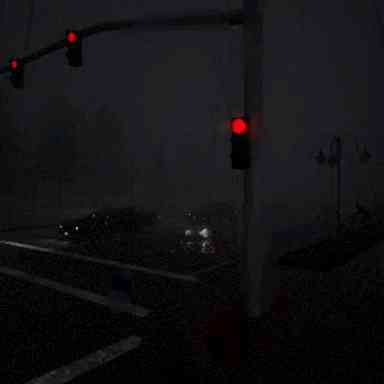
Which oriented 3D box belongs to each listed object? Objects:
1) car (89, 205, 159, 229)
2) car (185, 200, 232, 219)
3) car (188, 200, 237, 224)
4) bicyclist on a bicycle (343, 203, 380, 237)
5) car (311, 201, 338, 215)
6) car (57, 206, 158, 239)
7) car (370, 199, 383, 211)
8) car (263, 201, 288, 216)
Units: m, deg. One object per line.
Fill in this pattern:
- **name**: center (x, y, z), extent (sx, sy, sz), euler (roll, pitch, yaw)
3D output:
- **car**: center (-4.630, 1.665, 23.310), extent (1.895, 1.301, 4.718), euler (0, 0, 38)
- **car**: center (1.685, 1.563, 31.322), extent (1.882, 1.535, 5.008), euler (0, 0, 38)
- **car**: center (1.638, 1.575, 25.615), extent (1.837, 1.490, 4.892), euler (0, 0, 38)
- **bicyclist on a bicycle**: center (8.255, 1.344, 16.271), extent (1.656, 1.620, 0.582), euler (-1, 0, 38)
- **car**: center (14.376, 1.659, 35.848), extent (1.994, 1.385, 4.181), euler (0, 0, 38)
- **car**: center (-4.379, 1.598, 17.969), extent (2.033, 1.411, 5.357), euler (0, 0, 38)
- **car**: center (24.406, 1.660, 42.979), extent (2.033, 1.411, 5.357), euler (0, 0, 38)
- **car**: center (7.891, 1.637, 33.510), extent (2.033, 1.411, 5.357), euler (0, 0, 39)
